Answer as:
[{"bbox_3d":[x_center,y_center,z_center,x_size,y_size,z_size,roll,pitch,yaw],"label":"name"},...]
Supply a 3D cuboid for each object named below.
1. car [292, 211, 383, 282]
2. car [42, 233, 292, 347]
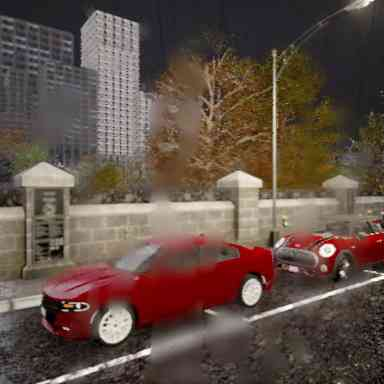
[{"bbox_3d":[4.192,1.409,9.551,4.097,1.590,1.967,0,0,-36],"label":"car"},{"bbox_3d":[-0.389,1.533,6.282,4.507,1.381,1.887,0,0,-36],"label":"car"}]
